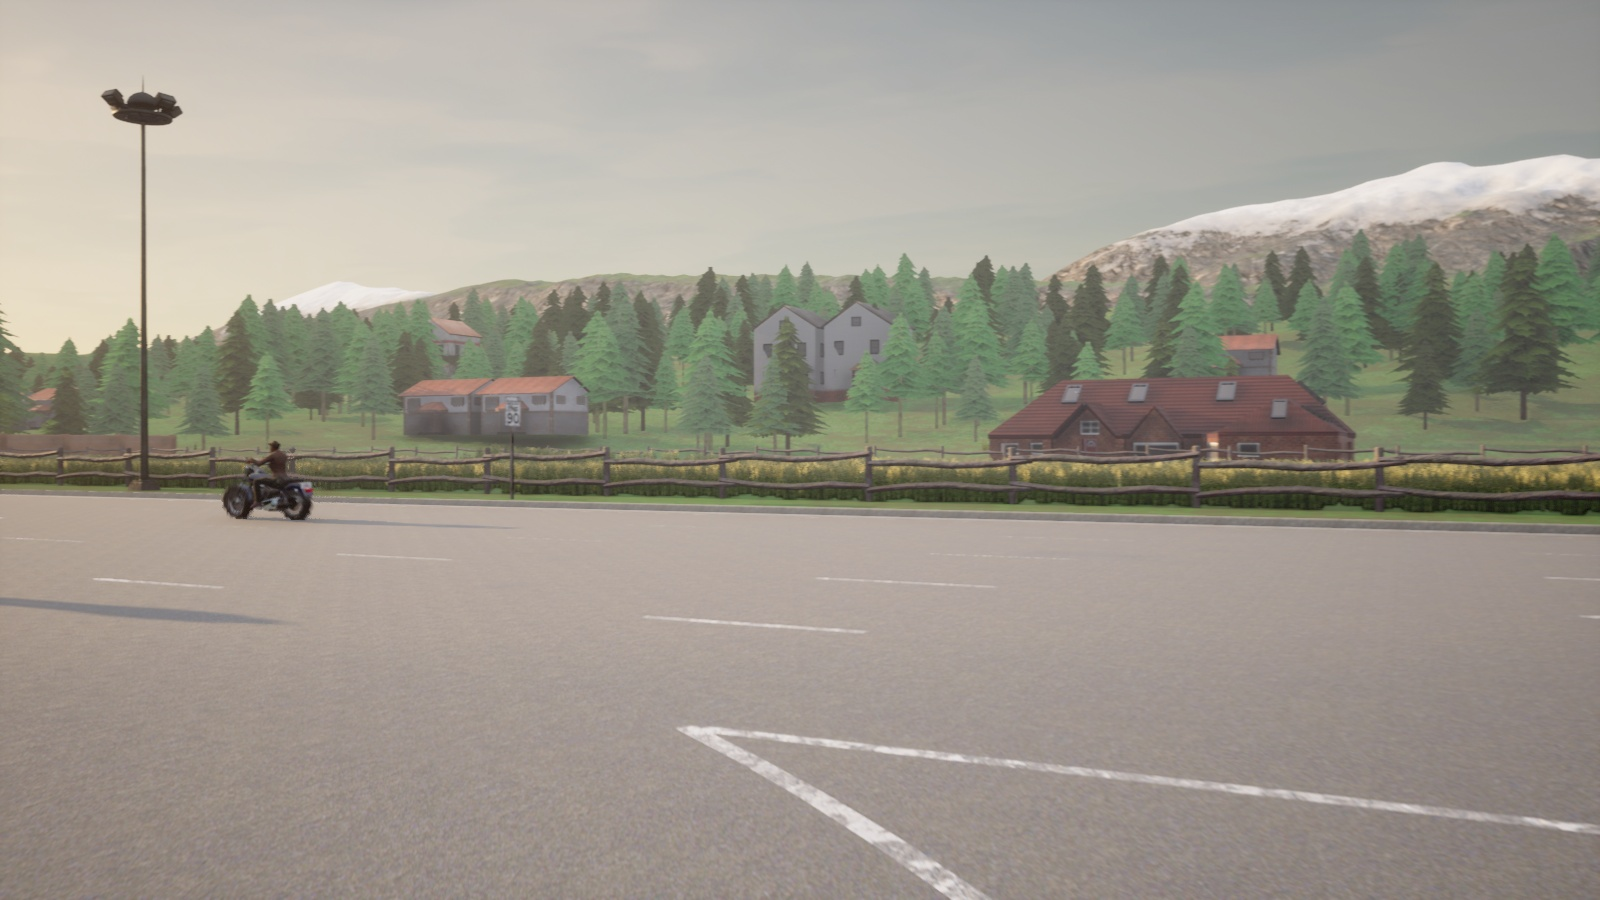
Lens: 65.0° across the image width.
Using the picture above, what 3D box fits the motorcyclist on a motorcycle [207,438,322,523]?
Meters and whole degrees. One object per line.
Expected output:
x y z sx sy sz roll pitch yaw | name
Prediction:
-10.749 0.593 25.182 2.350 1.649 0.766 0 0 26 | motorcyclist on a motorcycle
